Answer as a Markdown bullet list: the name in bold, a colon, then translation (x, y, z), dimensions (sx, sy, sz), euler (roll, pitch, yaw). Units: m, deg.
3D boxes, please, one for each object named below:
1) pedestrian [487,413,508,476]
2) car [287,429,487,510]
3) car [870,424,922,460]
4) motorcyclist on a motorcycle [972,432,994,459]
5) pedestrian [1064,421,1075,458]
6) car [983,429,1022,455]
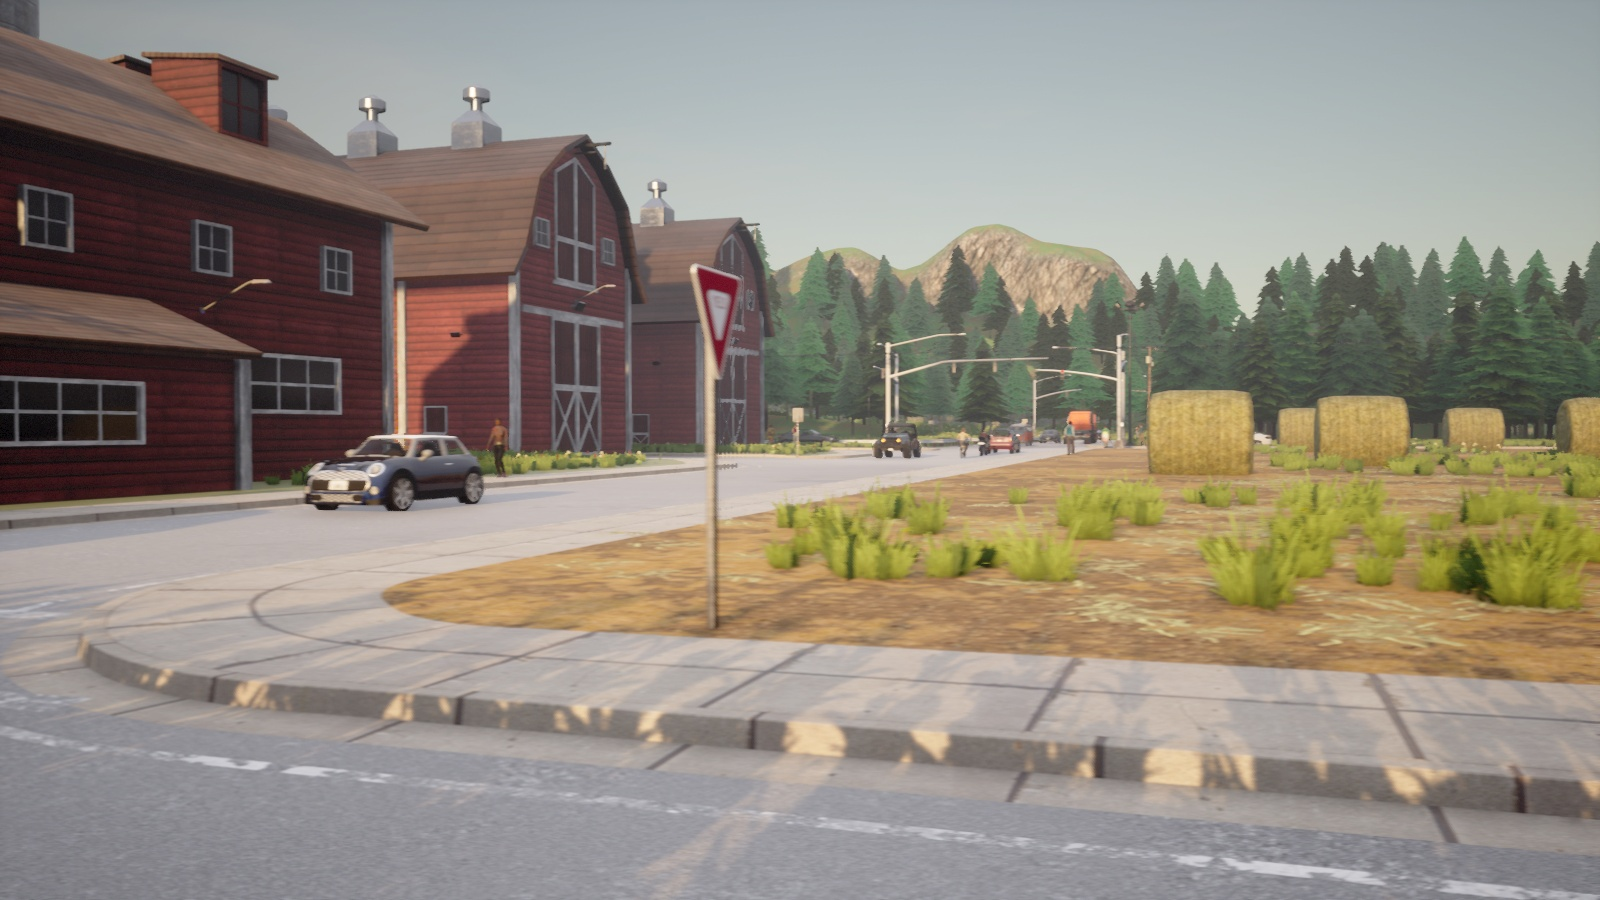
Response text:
- **pedestrian**: translation (-8.899, -0.165, 36.923), dimensions (0.328, 1.805, 0.869), euler (0, 1, 7)
- **car**: translation (-8.209, 0.329, 25.311), dimensions (1.970, 1.475, 3.806), euler (1, 1, 18)
- **car**: translation (5.178, -0.460, 67.164), dimensions (1.905, 1.878, 3.866), euler (1, 1, 18)
- **motorcyclist on a motorcycle**: translation (10.603, -0.289, 72.642), dimensions (0.866, 1.530, 2.191), euler (1, 1, 18)
- **pedestrian**: translation (14.227, -0.551, 66.242), dimensions (0.396, 1.930, 0.692), euler (1, 1, 27)
- **car**: translation (12.865, -0.534, 79.707), dimensions (1.851, 1.617, 3.988), euler (1, 1, 18)
